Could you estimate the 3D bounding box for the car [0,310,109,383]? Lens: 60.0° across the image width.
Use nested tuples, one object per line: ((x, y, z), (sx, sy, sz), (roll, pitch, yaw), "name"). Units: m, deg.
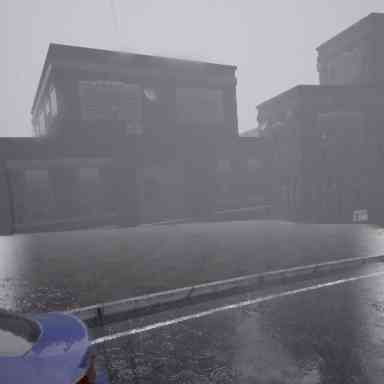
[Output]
((-2.817, 1.532, 1.799), (4.674, 1.442, 1.812), (0, 0, -35), "car")
